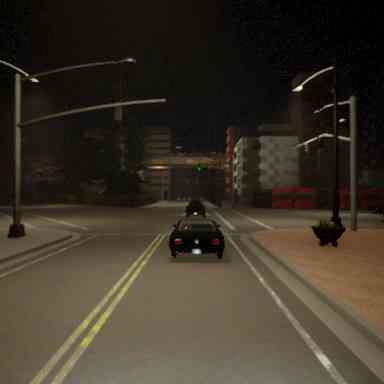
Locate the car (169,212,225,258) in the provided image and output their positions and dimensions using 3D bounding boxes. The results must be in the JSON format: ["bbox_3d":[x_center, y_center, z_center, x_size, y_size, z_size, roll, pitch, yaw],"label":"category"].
[{"bbox_3d":[0.184,1.668,13.106,1.895,1.301,4.718,0,0,1],"label":"car"}]

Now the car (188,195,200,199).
[{"bbox_3d":[0.642,1.757,79.215,2.033,1.411,5.357,0,0,0],"label":"car"}]

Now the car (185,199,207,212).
[{"bbox_3d":[0.357,1.697,32.488,1.837,1.490,4.892,0,0,1],"label":"car"}]

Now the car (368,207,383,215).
[{"bbox_3d":[23.686,2.047,39.525,4.718,1.301,1.895,1,0,0],"label":"car"}]
